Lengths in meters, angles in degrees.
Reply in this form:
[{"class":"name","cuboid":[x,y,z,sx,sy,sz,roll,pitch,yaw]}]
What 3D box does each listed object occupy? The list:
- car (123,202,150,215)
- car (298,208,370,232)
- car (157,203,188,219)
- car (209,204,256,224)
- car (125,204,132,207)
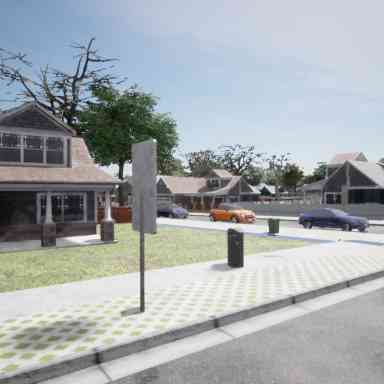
[{"class":"car","cuboid":[-8.602,2.474,51.084,2.097,1.767,4.553,0,-1,-39]},{"class":"car","cuboid":[9.306,1.817,22.181,1.812,1.442,4.674,0,-1,-33]},{"class":"car","cuboid":[-2.386,2.155,38.281,2.097,1.767,4.553,0,-1,-37]},{"class":"car","cuboid":[3.620,1.901,30.153,2.097,1.767,4.553,0,-1,-36]},{"class":"car","cuboid":[-8.581,2.553,46.437,1.837,1.490,4.892,0,-1,-35]}]
